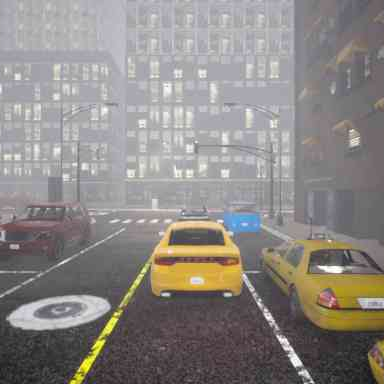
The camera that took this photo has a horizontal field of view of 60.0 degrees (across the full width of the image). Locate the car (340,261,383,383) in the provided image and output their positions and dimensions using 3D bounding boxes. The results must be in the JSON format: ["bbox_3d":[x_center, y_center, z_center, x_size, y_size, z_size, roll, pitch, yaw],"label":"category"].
[{"bbox_3d":[2.570,1.526,1.337,1.752,1.417,4.829,0,0,0],"label":"car"}]

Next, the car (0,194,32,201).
[{"bbox_3d":[-20.833,1.112,38.090,5.009,1.841,2.192,1,-1,0],"label":"car"}]

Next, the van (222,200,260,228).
[{"bbox_3d":[2.588,1.346,18.088,1.690,1.788,3.998,0,0,0],"label":"van"}]

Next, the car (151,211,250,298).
[{"bbox_3d":[0.108,1.479,8.588,1.882,1.535,5.008,0,0,0],"label":"car"}]

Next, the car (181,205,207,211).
[{"bbox_3d":[0.125,1.497,19.059,2.128,1.511,4.902,0,0,0],"label":"car"}]

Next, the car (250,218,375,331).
[{"bbox_3d":[2.576,1.527,6.977,1.752,1.417,4.829,0,0,0],"label":"car"}]

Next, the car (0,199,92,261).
[{"bbox_3d":[-5.298,1.318,12.457,2.192,1.841,5.009,0,0,0],"label":"car"}]
